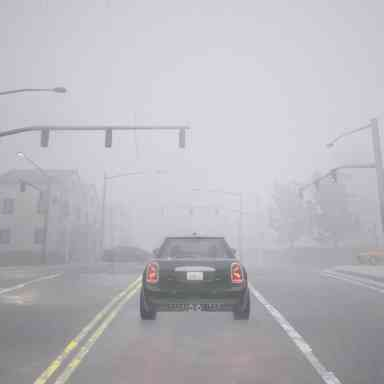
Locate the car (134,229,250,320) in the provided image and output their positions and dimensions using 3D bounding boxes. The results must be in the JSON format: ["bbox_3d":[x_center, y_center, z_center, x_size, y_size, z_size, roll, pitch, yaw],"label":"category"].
[{"bbox_3d":[0.063,1.807,8.233,2.097,1.767,4.553,0,-7,0],"label":"car"}]

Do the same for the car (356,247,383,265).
[{"bbox_3d":[16.468,5.364,28.065,5.008,1.535,1.882,0,-11,1],"label":"car"}]

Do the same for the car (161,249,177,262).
[{"bbox_3d":[-3.647,10.342,54.281,2.150,2.045,5.566,0,-11,0],"label":"car"}]

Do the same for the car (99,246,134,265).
[{"bbox_3d":[-5.045,5.183,27.218,4.892,1.490,1.837,6,-12,-29],"label":"car"}]

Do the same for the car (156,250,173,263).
[{"bbox_3d":[-3.635,8.630,44.401,1.882,1.535,5.008,0,-11,0],"label":"car"}]
